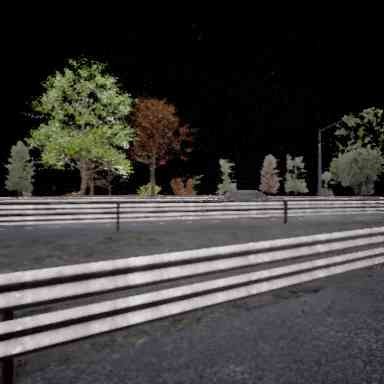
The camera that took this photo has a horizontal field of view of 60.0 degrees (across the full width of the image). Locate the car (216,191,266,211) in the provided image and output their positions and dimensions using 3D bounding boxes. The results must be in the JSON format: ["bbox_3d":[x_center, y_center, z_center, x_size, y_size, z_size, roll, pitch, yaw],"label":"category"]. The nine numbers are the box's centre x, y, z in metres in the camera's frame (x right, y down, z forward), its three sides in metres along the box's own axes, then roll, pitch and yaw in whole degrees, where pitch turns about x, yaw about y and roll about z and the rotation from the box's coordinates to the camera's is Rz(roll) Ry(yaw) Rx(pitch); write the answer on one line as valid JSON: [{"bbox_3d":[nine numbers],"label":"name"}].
[{"bbox_3d":[5.277,0.906,29.108,5.566,2.045,2.150,0,0,-23],"label":"car"}]

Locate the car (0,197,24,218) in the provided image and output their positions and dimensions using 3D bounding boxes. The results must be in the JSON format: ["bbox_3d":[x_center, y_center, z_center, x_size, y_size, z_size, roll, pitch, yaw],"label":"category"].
[{"bbox_3d":[-14.988,1.125,24.176,4.892,1.490,1.837,0,0,-24],"label":"car"}]

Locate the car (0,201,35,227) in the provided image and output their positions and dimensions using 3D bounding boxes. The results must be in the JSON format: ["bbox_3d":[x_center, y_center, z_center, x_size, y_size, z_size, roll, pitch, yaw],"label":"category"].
[{"bbox_3d":[-11.176,1.164,18.225,4.674,1.442,1.812,0,0,-24],"label":"car"}]

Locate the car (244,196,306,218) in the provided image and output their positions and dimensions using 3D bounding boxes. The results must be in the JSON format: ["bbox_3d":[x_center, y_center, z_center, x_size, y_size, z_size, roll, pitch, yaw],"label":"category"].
[{"bbox_3d":[6.783,1.215,25.928,4.674,1.442,1.812,0,0,-23],"label":"car"}]

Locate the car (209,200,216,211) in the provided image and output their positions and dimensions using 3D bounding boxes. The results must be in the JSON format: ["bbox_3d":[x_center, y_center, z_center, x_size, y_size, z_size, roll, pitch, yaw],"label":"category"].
[{"bbox_3d":[3.738,1.238,32.227,5.357,1.411,2.033,0,0,-23],"label":"car"}]
